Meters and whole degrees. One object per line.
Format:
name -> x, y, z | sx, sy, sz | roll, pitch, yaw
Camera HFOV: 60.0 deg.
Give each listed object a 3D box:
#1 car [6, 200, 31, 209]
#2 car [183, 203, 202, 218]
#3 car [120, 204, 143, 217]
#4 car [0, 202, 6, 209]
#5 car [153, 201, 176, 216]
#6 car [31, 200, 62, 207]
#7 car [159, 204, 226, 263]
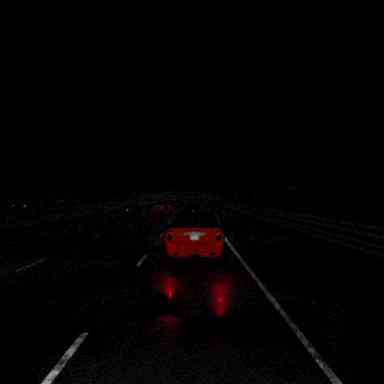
car -> -21.034, 1.813, 42.307 | 2.097, 1.767, 4.553 | 0, -1, 0
car -> 0.071, 2.025, 37.610 | 2.033, 1.411, 5.357 | 0, -1, 0
car -> -6.930, 2.033, 38.183 | 2.033, 1.411, 5.357 | 0, -1, 0
car -> -24.534, 1.940, 42.241 | 1.895, 1.301, 4.718 | 0, -1, 0
car -> -3.432, 1.863, 40.351 | 2.097, 1.767, 4.553 | 0, -1, 0
car -> -17.542, 2.020, 41.404 | 2.128, 1.511, 4.902 | 0, -1, 0
car -> 0.086, 1.516, 12.827 | 2.097, 1.767, 4.553 | 0, -1, 0
